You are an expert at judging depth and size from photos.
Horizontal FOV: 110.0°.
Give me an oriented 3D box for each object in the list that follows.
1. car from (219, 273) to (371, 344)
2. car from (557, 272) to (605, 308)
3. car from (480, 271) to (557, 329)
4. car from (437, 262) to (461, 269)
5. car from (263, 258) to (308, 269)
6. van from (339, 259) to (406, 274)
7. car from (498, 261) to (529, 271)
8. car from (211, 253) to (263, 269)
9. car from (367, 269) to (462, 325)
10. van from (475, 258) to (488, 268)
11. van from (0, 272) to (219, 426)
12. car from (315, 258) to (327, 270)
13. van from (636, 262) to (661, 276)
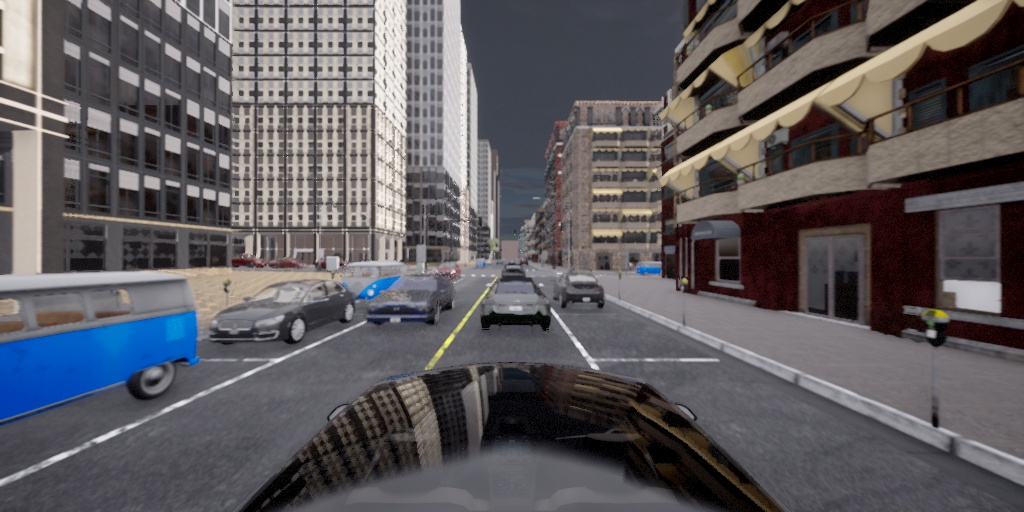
[{"bbox_3d":[-5.689,1.324,9.518,2.007,1.370,4.403,0,0,0],"label":"car"},{"bbox_3d":[2.693,1.341,15.165,2.007,1.370,4.403,0,0,0],"label":"car"},{"bbox_3d":[0.100,1.342,11.339,1.994,1.385,4.181,0,0,0],"label":"car"},{"bbox_3d":[-5.686,1.285,32.113,1.967,1.591,4.097,0,0,0],"label":"car"},{"bbox_3d":[-26.716,0.984,42.871,4.207,1.307,1.802,0,0,0],"label":"car"},{"bbox_3d":[-5.688,1.131,15.167,1.690,1.789,3.998,0,0,0],"label":"van"},{"bbox_3d":[0.103,1.335,27.749,1.837,1.490,4.892,0,0,0],"label":"car"},{"bbox_3d":[-32.290,0.609,42.860,5.009,1.841,2.192,0,0,0],"label":"car"},{"bbox_3d":[-3.100,1.329,12.197,2.033,1.411,5.357,0,0,0],"label":"car"},{"bbox_3d":[-5.682,1.298,64.586,1.690,1.789,3.998,0,0,0],"label":"van"},{"bbox_3d":[-5.689,1.097,3.870,1.690,1.789,3.998,0,0,0],"label":"van"},{"bbox_3d":[-21.141,0.949,42.883,4.097,1.591,1.967,0,0,0],"label":"car"},{"bbox_3d":[16.918,1.582,42.825,3.998,1.789,1.690,0,0,0],"label":"van"}]
